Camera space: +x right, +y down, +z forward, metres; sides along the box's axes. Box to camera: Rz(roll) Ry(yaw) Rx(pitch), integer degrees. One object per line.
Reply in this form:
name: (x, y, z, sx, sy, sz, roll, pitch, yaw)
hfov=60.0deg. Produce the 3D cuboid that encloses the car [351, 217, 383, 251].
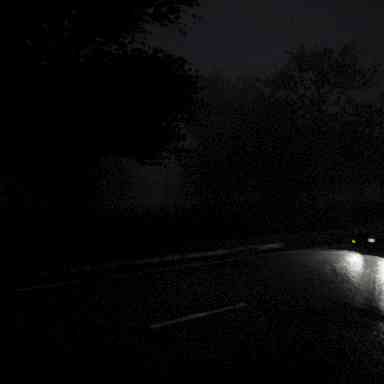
car: (8.147, 1.547, 12.815, 4.181, 1.385, 1.994, 0, 0, -29)
